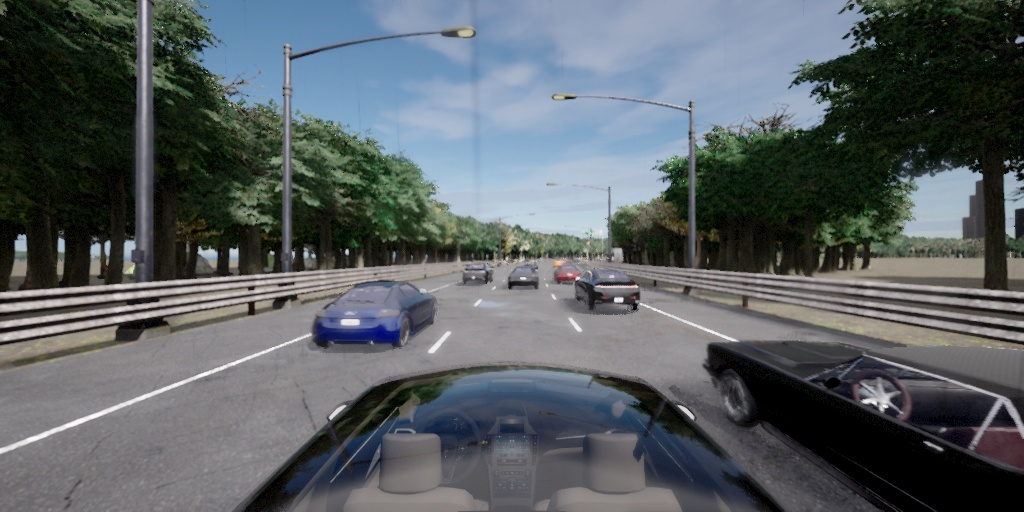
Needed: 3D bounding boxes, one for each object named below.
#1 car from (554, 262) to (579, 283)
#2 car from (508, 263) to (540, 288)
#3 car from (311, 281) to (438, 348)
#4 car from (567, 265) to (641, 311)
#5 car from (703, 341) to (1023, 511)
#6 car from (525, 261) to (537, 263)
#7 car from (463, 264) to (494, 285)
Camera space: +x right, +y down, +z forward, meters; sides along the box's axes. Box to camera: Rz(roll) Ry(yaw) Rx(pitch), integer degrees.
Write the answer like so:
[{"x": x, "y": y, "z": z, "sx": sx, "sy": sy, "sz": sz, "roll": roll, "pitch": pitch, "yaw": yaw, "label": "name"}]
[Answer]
[{"x": 4.501, "y": 1.405, "z": 29.085, "sx": 1.994, "sy": 1.385, "sz": 4.181, "roll": 0, "pitch": 0, "yaw": 4, "label": "car"}, {"x": 0.807, "y": 1.390, "z": 24.304, "sx": 1.994, "sy": 1.385, "sz": 4.181, "roll": 0, "pitch": 0, "yaw": 3, "label": "car"}, {"x": -3.277, "y": 1.340, "z": 9.363, "sx": 1.994, "sy": 1.385, "sz": 4.181, "roll": 0, "pitch": 0, "yaw": 1, "label": "car"}, {"x": 3.749, "y": 1.286, "z": 14.700, "sx": 2.128, "sy": 1.511, "sz": 4.902, "roll": 0, "pitch": 0, "yaw": 2, "label": "car"}, {"x": 3.507, "y": 1.354, "z": 2.731, "sx": 1.895, "sy": 1.301, "sz": 4.718, "roll": 0, "pitch": 0, "yaw": 0, "label": "car"}, {"x": 2.126, "y": 1.365, "z": 41.068, "sx": 2.128, "sy": 1.511, "sz": 4.902, "roll": 0, "pitch": 0, "yaw": 6, "label": "car"}, {"x": -2.510, "y": 1.327, "z": 27.429, "sx": 2.128, "sy": 1.511, "sz": 4.902, "roll": 0, "pitch": 0, "yaw": 4, "label": "car"}]
